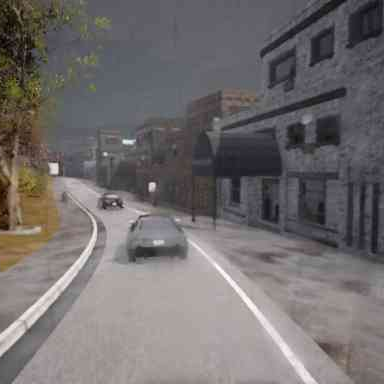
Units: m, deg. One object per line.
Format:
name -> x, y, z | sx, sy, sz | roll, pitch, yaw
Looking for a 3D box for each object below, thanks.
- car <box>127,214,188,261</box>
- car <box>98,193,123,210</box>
car -> -1.355, 1.499, 12.248 | 1.994, 1.385, 4.181 | -1, 1, -9
car -> -7.902, 0.806, 32.115 | 1.812, 1.442, 4.674 | -2, 4, -23
